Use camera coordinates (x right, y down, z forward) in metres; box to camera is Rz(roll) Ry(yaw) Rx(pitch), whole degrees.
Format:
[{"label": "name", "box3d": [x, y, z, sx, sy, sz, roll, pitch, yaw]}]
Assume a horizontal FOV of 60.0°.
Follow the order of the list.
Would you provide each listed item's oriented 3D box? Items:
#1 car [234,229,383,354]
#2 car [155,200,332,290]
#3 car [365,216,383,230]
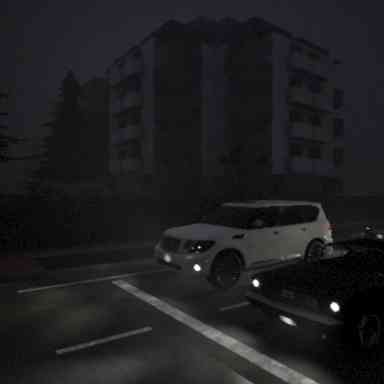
[{"label": "car", "box3d": [3.244, 1.640, 6.294, 4.718, 1.301, 1.895, 0, 0, -35]}, {"label": "car", "box3d": [1.711, 1.265, 9.574, 5.566, 2.045, 2.150, 0, 0, -34]}, {"label": "car", "box3d": [9.826, 1.596, 15.278, 4.902, 1.511, 2.128, 0, 0, -35]}]
